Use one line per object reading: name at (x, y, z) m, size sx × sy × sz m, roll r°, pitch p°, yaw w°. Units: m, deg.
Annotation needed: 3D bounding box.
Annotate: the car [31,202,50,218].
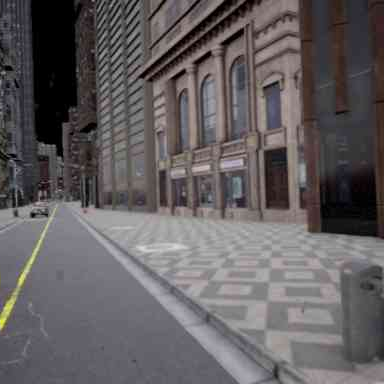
car at (-21.497, 2.534, 47.195) m, size 2.150 × 2.045 × 5.566 m, roll -2°, pitch 0°, yaw -22°
